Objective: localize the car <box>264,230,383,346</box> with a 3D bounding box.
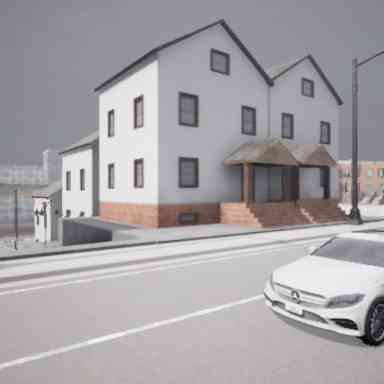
[{"bbox_3d":[3.461,1.508,6.442,4.674,1.442,1.812,0,0,-35],"label":"car"}]
